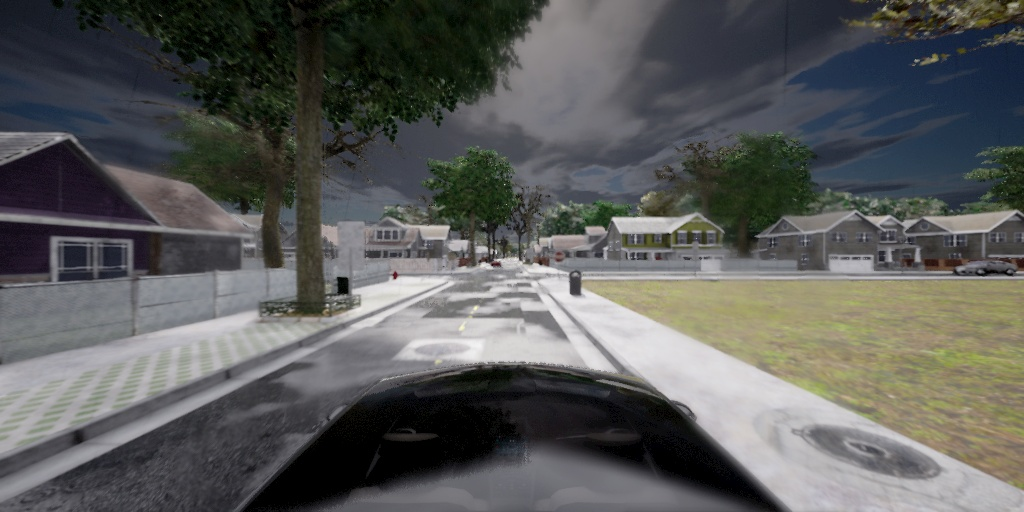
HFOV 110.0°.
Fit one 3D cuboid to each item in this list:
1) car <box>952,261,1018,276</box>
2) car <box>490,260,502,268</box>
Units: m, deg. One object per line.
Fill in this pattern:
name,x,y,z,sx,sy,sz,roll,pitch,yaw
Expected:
car,46.626,1.191,35.417,4.902,1.511,2.128,0,0,0
car,-2.775,1.317,62.551,1.895,1.301,4.718,0,0,0
